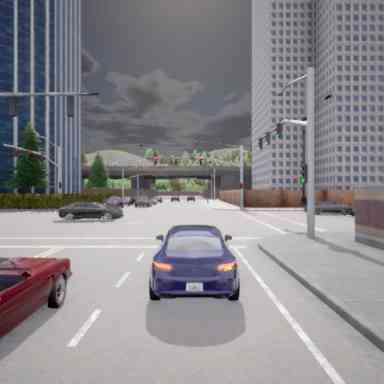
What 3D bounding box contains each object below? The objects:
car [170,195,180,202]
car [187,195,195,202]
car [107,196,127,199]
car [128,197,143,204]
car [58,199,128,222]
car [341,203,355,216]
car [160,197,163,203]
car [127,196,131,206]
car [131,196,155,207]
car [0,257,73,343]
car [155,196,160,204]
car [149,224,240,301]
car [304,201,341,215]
[{"bbox_3d":[-3.722,1.482,74.476,1.812,1.442,4.674,0,0,0],"label":"car"},{"bbox_3d":[-0.222,1.458,74.486,1.837,1.490,4.892,0,0,0],"label":"car"},{"bbox_3d":[-10.733,1.340,45.300,2.097,1.767,4.553,0,0,0],"label":"car"},{"bbox_3d":[-10.738,1.584,63.483,1.895,1.301,4.718,0,0,0],"label":"car"},{"bbox_3d":[-7.837,1.497,25.974,4.892,1.490,1.837,0,0,-1],"label":"car"},{"bbox_3d":[16.200,1.556,29.932,4.181,1.385,1.994,0,0,0],"label":"car"},{"bbox_3d":[-7.204,1.546,68.821,1.994,1.385,4.181,0,0,0],"label":"car"},{"bbox_3d":[-10.751,1.477,54.260,2.128,1.511,4.902,0,0,0],"label":"car"},{"bbox_3d":[-7.243,1.339,49.791,2.097,1.767,4.553,0,0,0],"label":"car"},{"bbox_3d":[-3.454,1.599,4.939,1.895,1.301,4.718,0,0,0],"label":"car"},{"bbox_3d":[-7.252,1.585,58.774,1.895,1.301,4.718,0,0,0],"label":"car"},{"bbox_3d":[0.054,1.523,8.210,1.812,1.442,4.674,0,0,0],"label":"car"},{"bbox_3d":[13.531,1.555,33.437,4.181,1.385,1.994,0,0,0],"label":"car"}]
